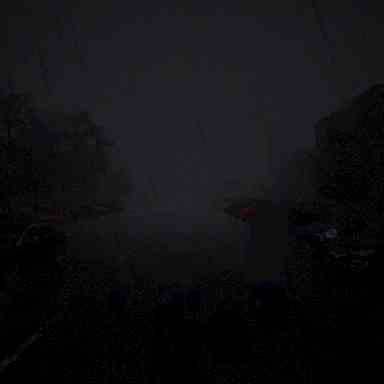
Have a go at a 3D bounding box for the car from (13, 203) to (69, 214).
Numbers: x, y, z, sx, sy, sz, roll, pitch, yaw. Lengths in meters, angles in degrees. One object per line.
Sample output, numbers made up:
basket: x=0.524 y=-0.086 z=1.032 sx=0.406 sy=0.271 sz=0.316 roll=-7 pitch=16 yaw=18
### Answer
car: x=-11.222 y=1.739 z=22.169 sx=5.366 sy=1.575 sz=1.946 roll=-1 pitch=-1 yaw=-20

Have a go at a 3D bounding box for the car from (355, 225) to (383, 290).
car: x=6.390 y=1.599 z=7.378 sx=4.792 sy=1.488 sz=2.163 roll=1 pitch=0 yaw=-20

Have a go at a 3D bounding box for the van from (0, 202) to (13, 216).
van: x=-11.504 y=1.446 z=16.173 sx=4.442 sy=1.987 sz=1.878 roll=-1 pitch=0 yaw=-20

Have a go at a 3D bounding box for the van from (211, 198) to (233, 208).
van: x=6.466 y=2.402 z=71.960 sx=4.442 sy=1.987 sz=1.878 roll=2 pitch=-3 yaw=-20

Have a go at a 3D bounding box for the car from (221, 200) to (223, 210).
car: x=6.411 y=1.993 z=39.657 sx=4.892 sy=1.521 sz=2.231 roll=1 pitch=-1 yaw=-20

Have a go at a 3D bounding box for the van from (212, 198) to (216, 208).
van: x=6.307 y=2.048 z=57.211 sx=4.442 sy=1.987 sz=1.878 roll=1 pitch=-1 yaw=-20

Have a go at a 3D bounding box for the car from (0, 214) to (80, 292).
car: x=-5.099 y=1.596 z=9.258 sx=2.128 sy=1.511 sz=4.902 roll=0 pitch=-1 yaw=0

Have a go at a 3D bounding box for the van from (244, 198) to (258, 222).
van: x=6.529 y=1.558 z=25.039 sx=4.442 sy=1.987 sz=1.878 roll=1 pitch=-1 yaw=-20

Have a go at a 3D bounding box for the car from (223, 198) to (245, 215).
car: x=6.448 y=1.653 z=33.807 sx=5.566 sy=2.045 sz=2.435 roll=1 pitch=-1 yaw=-20

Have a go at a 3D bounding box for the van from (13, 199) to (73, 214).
van: x=-11.507 y=1.557 z=25.008 sx=4.442 sy=1.987 sz=1.878 roll=0 pitch=-1 yaw=-20

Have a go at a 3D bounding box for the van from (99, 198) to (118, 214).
van: x=-11.505 y=1.770 z=39.726 sx=4.442 sy=1.987 sz=1.878 roll=0 pitch=-1 yaw=-20

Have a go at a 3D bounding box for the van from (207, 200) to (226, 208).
van: x=6.348 y=3.221 z=86.574 sx=4.442 sy=1.987 sz=1.878 roll=2 pitch=-5 yaw=-20

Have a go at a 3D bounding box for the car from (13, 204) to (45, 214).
car: x=-11.388 y=1.707 z=19.160 sx=4.892 sy=1.521 sz=2.231 roll=-1 pitch=0 yaw=-20

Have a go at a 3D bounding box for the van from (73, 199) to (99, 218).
van: x=-11.291 y=1.636 z=30.984 sx=4.442 sy=1.987 sz=1.878 roll=0 pitch=-1 yaw=-20

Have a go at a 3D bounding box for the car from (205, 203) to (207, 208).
car: x=6.486 y=2.893 z=77.822 sx=5.366 sy=1.575 sz=1.946 roll=2 pitch=-3 yaw=-20

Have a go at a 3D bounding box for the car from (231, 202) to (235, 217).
car: x=6.420 y=1.902 z=30.855 sx=4.674 sy=1.452 sz=2.002 roll=1 pitch=-1 yaw=-20

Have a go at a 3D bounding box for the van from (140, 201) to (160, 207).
van: x=-11.491 y=3.401 z=88.607 sx=4.442 sy=1.987 sz=1.878 roll=1 pitch=-5 yaw=-21

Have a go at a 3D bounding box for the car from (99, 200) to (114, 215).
car: x=-11.400 y=1.989 z=36.826 sx=4.674 sy=1.452 sz=2.002 roll=0 pitch=-1 yaw=-20

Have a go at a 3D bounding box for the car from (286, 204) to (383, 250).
car: x=6.450 y=1.512 z=13.266 sx=4.553 sy=1.767 sz=2.185 roll=1 pitch=0 yaw=-20

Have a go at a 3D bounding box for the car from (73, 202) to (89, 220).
car: x=-11.391 y=1.861 z=27.988 sx=4.674 sy=1.452 sz=2.002 roll=-1 pitch=-1 yaw=-20

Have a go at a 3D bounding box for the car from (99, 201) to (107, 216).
car: x=-11.397 y=1.945 z=33.881 sx=4.674 sy=1.452 sz=2.002 roll=-1 pitch=-1 yaw=-20

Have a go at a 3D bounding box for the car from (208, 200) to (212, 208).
car: x=6.233 y=2.317 z=60.123 sx=5.366 sy=1.575 sz=1.946 roll=1 pitch=-1 yaw=-20

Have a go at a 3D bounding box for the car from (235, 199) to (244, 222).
car: x=6.390 y=1.694 z=27.919 sx=4.553 sy=1.767 sz=2.185 roll=1 pitch=-1 yaw=-20

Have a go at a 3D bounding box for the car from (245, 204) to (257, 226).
car: x=6.412 y=1.743 z=22.059 sx=5.008 sy=1.535 sz=2.097 roll=1 pitch=-1 yaw=-20

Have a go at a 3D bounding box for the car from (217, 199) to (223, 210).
car: x=6.593 y=2.085 z=45.588 sx=5.366 sy=1.575 sz=1.946 roll=1 pitch=-1 yaw=-20

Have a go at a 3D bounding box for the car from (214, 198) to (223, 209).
car: x=6.595 y=2.180 z=51.448 sx=5.366 sy=1.575 sz=1.946 roll=1 pitch=-1 yaw=-20

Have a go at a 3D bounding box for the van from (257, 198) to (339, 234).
van: x=6.314 y=1.478 z=19.084 sx=4.442 sy=1.987 sz=1.878 roll=1 pitch=-1 yaw=-20

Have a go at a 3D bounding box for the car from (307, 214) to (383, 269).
car: x=6.424 y=1.604 z=10.325 sx=4.892 sy=1.521 sz=2.231 roll=1 pitch=0 yaw=-20

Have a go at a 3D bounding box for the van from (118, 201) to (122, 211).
van: x=-11.288 y=1.814 z=42.759 sx=4.442 sy=1.987 sz=1.878 roll=0 pitch=-1 yaw=-20
